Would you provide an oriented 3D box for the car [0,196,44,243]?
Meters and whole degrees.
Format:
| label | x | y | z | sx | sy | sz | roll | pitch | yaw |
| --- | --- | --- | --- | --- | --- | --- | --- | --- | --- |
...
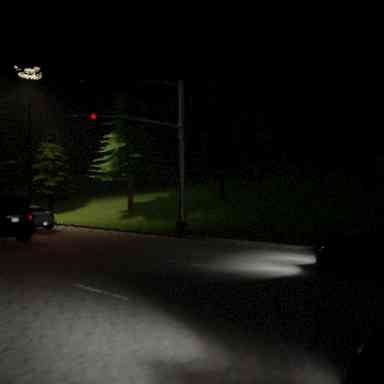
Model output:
| label | x | y | z | sx | sy | sz | roll | pitch | yaw |
| --- | --- | --- | --- | --- | --- | --- | --- | --- | --- |
| car | -9.281 | 1.211 | 14.909 | 5.566 | 2.045 | 2.150 | 0 | 0 | 35 |

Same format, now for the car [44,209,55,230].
| label | x | y | z | sx | sy | sz | roll | pitch | yaw |
| --- | --- | --- | --- | --- | --- | --- | --- | --- | --- |
| car | -9.968 | 1.513 | 19.682 | 4.674 | 1.442 | 1.812 | 0 | 0 | 35 |

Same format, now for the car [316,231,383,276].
| label | x | y | z | sx | sy | sz | roll | pitch | yaw |
| --- | --- | --- | --- | --- | --- | --- | --- | --- | --- |
| car | 5.674 | 1.525 | 8.545 | 4.674 | 1.442 | 1.812 | 0 | 0 | 36 |

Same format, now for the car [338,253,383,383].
| label | x | y | z | sx | sy | sz | roll | pitch | yaw |
| --- | --- | --- | --- | --- | --- | --- | --- | --- | --- |
| car | 3.371 | 1.492 | 1.588 | 4.902 | 1.511 | 2.128 | 0 | 0 | 35 |
